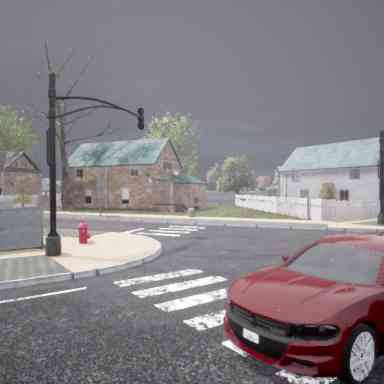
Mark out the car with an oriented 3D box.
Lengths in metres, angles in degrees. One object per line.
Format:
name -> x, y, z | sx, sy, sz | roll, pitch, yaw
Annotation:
car -> 2.753, 1.487, 5.528 | 5.008, 1.535, 1.882 | 0, 0, -35
